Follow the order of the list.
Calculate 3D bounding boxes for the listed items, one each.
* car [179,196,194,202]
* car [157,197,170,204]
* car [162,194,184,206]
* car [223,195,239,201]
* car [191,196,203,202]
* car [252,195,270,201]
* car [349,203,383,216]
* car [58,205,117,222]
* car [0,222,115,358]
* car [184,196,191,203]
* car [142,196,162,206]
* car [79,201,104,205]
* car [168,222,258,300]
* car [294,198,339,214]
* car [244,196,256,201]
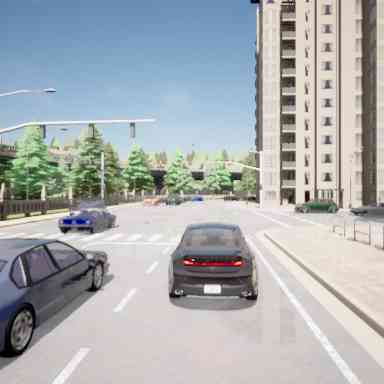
[{"bbox_3d":[-1.341,1.653,82.126,1.812,1.442,4.674,0,0,29],"label":"car"},{"bbox_3d":[-5.903,1.669,69.316,1.994,1.385,4.181,0,0,6],"label":"car"},{"bbox_3d":[-3.291,1.314,59.189,2.150,2.045,5.566,0,0,5],"label":"car"},{"bbox_3d":[10.147,1.637,85.407,4.892,1.490,1.837,0,0,-43],"label":"car"},{"bbox_3d":[0.971,1.603,79.091,1.882,1.535,5.008,0,0,24],"label":"car"},{"bbox_3d":[18.848,1.671,90.993,4.674,1.442,1.812,0,0,-20],"label":"car"},{"bbox_3d":[18.343,1.712,33.161,4.718,1.301,1.895,0,0,3],"label":"car"},{"bbox_3d":[-5.937,1.630,19.344,1.895,1.301,4.718,0,0,4],"label":"car"},{"bbox_3d":[-3.141,1.556,6.000,2.033,1.411,5.357,0,0,4],"label":"car"},{"bbox_3d":[-2.344,1.601,69.550,2.128,1.511,4.902,0,0,11],"label":"car"},{"bbox_3d":[-6.998,1.441,56.448,2.097,1.767,4.553,0,0,4],"label":"car"},{"bbox_3d":[-8.838,1.535,28.674,2.128,1.511,4.902,0,0,4],"label":"car"},{"bbox_3d":[0.542,1.518,8.456,1.837,1.490,4.892,0,0,4],"label":"car"},{"bbox_3d":[13.743,1.469,36.961,4.553,1.767,2.097,0,0,5],"label":"car"},{"bbox_3d":[15.503,1.663,85.204,4.902,1.511,2.128,0,0,-34],"label":"car"}]
